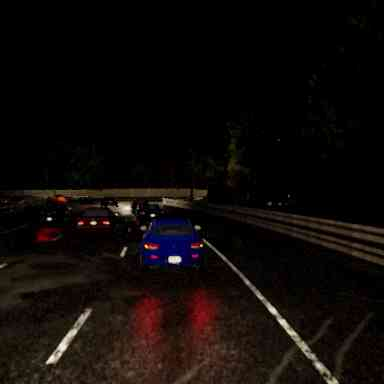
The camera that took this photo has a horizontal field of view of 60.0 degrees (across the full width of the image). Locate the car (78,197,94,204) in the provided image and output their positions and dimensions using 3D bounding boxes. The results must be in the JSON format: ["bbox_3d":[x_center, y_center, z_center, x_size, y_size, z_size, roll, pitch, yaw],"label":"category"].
[{"bbox_3d":[-20.367,1.611,63.813,2.128,1.511,4.902,0,0,-36],"label":"car"}]

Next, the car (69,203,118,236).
[{"bbox_3d":[-5.290,1.580,18.861,2.033,1.411,5.357,0,0,-10],"label":"car"}]

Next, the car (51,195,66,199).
[{"bbox_3d":[-31.076,1.518,77.098,2.097,1.767,4.553,0,0,-43],"label":"car"}]

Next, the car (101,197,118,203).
[{"bbox_3d":[-12.583,1.588,50.548,1.837,1.490,4.892,0,0,-27],"label":"car"}]

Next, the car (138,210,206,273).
[{"bbox_3d":[-0.665,1.537,10.668,1.812,1.442,4.674,0,0,-6],"label":"car"}]

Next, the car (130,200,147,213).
[{"bbox_3d":[-5.455,1.541,35.357,2.128,1.511,4.902,0,0,-13],"label":"car"}]

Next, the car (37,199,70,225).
[{"bbox_3d":[-10.173,1.557,24.690,1.837,1.490,4.892,0,0,-14],"label":"car"}]

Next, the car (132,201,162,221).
[{"bbox_3d":[-3.185,1.596,25.052,1.994,1.385,4.181,0,0,-14],"label":"car"}]
